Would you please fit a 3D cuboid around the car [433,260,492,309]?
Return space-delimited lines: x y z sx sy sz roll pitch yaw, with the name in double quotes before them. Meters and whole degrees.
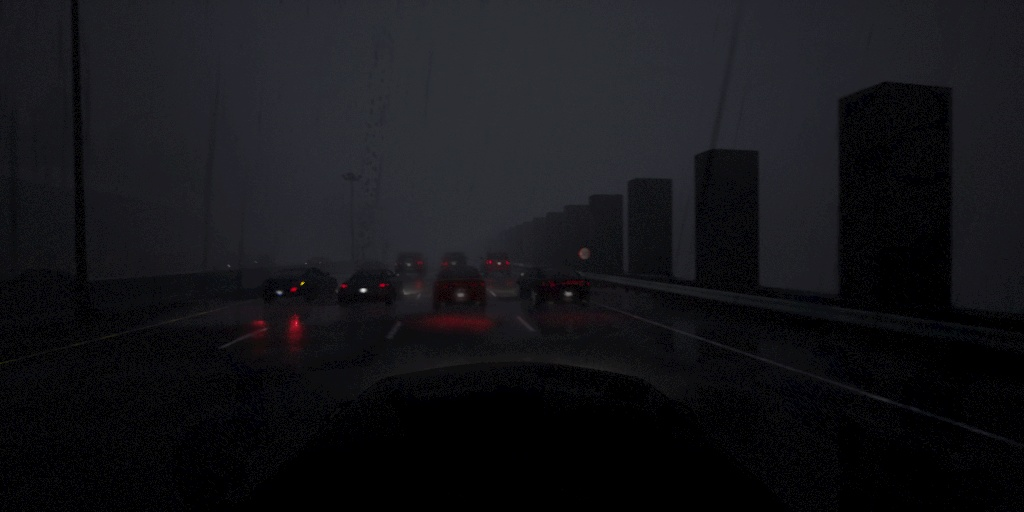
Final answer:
"car" -2.105 1.106 14.353 1.882 1.535 5.008 -1 1 -9

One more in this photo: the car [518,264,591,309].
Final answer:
"car" 1.467 1.070 14.199 1.882 1.535 5.008 -1 1 -9

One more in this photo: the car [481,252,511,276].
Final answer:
"car" -1.467 0.652 31.353 2.150 2.045 5.566 -1 1 -9

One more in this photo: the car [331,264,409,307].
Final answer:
"car" -5.778 1.220 15.116 1.994 1.385 4.181 -1 0 -9

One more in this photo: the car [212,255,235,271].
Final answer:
"car" -36.597 0.839 46.946 2.150 2.045 5.566 -1 1 -11

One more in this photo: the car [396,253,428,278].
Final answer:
"car" -8.372 0.737 30.202 2.150 2.045 5.566 -1 1 -9

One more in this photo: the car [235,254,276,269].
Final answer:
"car" -32.977 0.806 46.731 2.150 2.045 5.566 -1 0 -11

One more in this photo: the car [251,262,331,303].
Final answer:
"car" -9.534 1.209 16.346 1.812 1.442 4.674 -1 1 -10

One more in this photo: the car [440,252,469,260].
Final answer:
"car" -4.908 0.696 30.713 2.150 2.045 5.566 -1 1 -9

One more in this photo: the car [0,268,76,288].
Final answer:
"car" -24.156 1.347 17.568 1.812 1.442 4.674 -1 1 -10

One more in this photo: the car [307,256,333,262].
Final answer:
"car" -26.183 0.845 48.361 2.097 1.767 4.553 -1 1 -11

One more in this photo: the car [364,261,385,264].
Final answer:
"car" -12.099 1.104 31.287 1.994 1.385 4.181 -1 1 -10
